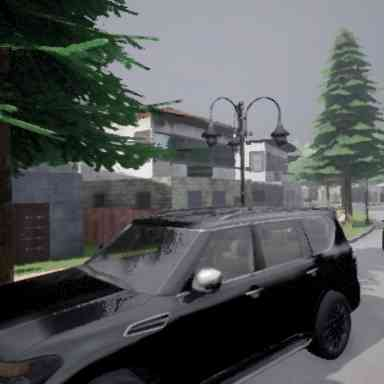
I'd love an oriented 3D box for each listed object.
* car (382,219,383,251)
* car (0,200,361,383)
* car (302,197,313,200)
[{"bbox_3d":[8.769,1.426,13.007,2.128,1.511,4.902,-1,0,39],"label":"car"},{"bbox_3d":[0.091,1.257,4.343,5.566,2.045,2.150,-1,-1,-39],"label":"car"},{"bbox_3d":[23.183,1.662,70.311,1.895,1.301,4.718,-1,0,-21],"label":"car"}]
